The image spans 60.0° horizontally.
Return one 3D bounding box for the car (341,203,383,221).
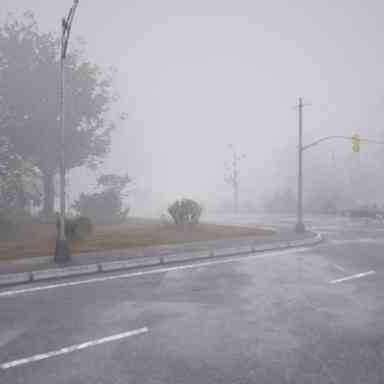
[{"bbox_3d":[15.995,1.757,30.074,2.128,1.511,4.902,0,-1,-33],"label":"car"}]
